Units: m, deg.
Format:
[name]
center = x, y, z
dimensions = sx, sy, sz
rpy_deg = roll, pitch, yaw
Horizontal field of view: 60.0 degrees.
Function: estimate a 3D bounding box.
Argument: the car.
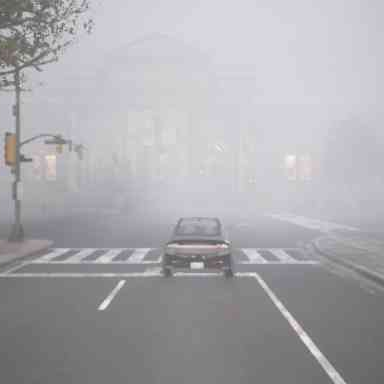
[car]
center = 0.240, 1.515, 10.257
dimensions = 2.128, 1.511, 4.902
rpy_deg = 0, 0, 3
